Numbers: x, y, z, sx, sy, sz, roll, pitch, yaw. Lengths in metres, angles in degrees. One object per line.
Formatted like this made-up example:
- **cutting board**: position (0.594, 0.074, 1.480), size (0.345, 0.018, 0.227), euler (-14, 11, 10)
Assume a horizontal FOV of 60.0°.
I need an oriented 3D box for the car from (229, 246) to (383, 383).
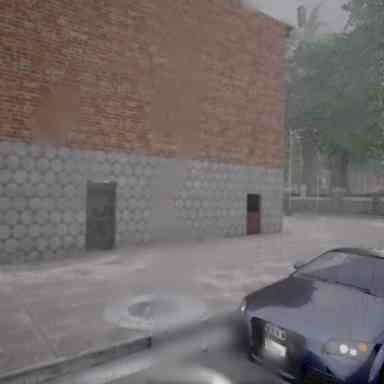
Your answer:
- **car**: position (2.558, 1.563, 4.873), size (4.181, 1.385, 1.994), euler (0, 0, -35)
